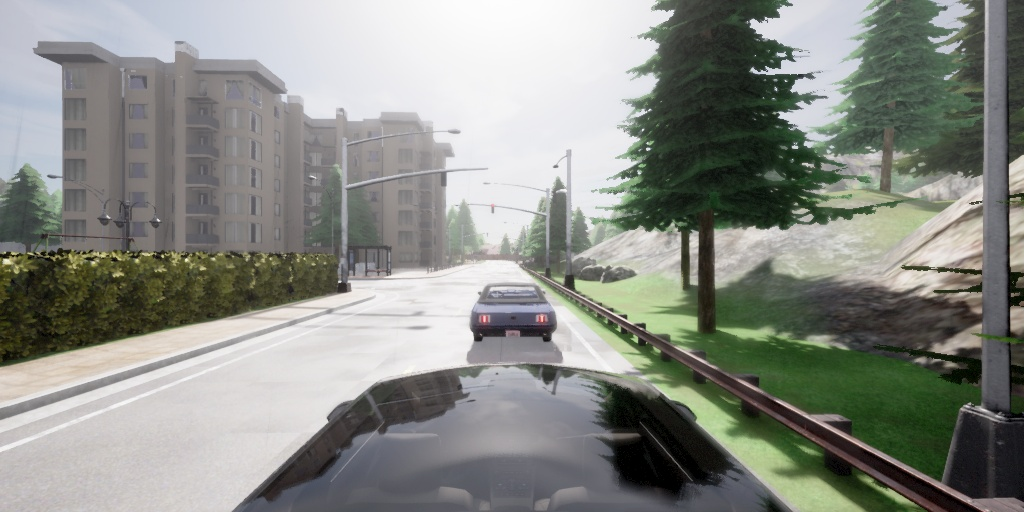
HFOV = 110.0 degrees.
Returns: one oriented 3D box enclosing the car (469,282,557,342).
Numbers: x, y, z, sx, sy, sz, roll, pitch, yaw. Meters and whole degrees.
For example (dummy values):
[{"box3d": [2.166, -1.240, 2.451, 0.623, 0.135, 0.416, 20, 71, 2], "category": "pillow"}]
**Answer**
[{"box3d": [-0.003, 1.351, 9.771, 1.895, 1.301, 4.718, 0, 0, -1], "category": "car"}]
